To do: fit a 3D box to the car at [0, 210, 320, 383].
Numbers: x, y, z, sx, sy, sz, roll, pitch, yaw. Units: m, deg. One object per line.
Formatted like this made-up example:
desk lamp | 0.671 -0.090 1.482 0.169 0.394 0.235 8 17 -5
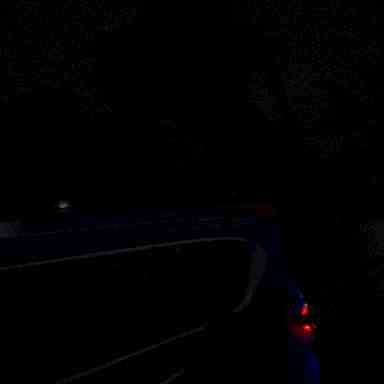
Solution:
car | -1.571 1.236 1.909 5.566 2.045 2.150 -2 1 -36
